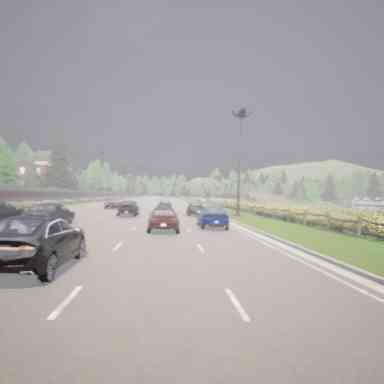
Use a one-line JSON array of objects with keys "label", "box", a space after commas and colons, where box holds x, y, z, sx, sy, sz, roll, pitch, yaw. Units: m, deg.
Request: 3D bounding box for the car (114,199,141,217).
[{"label": "car", "box": [-6.227, 1.606, 33.064, 1.837, 1.490, 4.892, 2, -1, -4]}]

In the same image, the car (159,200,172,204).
[{"label": "car", "box": [-3.493, 1.815, 42.944, 2.128, 1.511, 4.902, 2, -1, -4]}]

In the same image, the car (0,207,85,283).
[{"label": "car", "box": [-4.367, 1.412, 9.352, 2.128, 1.511, 4.902, 2, -1, -4]}]

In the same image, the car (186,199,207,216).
[{"label": "car", "box": [0.340, 1.923, 38.100, 2.128, 1.511, 4.902, 2, -1, -4]}]

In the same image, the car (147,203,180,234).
[{"label": "car", "box": [-1.747, 1.679, 20.647, 1.812, 1.442, 4.674, 2, -1, -4]}]

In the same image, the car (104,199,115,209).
[{"label": "car", "box": [-10.724, 1.650, 45.637, 1.895, 1.301, 4.718, 2, -1, -4]}]

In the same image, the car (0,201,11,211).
[{"label": "car", "box": [-12.270, 1.259, 20.657, 2.033, 1.411, 5.357, 2, -1, -4]}]

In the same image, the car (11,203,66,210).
[{"label": "car", "box": [-8.754, 1.405, 20.545, 2.033, 1.411, 5.357, 2, -1, -4]}]

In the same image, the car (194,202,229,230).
[{"label": "car", "box": [1.447, 1.802, 24.073, 1.882, 1.535, 5.008, 2, -1, -4]}]
